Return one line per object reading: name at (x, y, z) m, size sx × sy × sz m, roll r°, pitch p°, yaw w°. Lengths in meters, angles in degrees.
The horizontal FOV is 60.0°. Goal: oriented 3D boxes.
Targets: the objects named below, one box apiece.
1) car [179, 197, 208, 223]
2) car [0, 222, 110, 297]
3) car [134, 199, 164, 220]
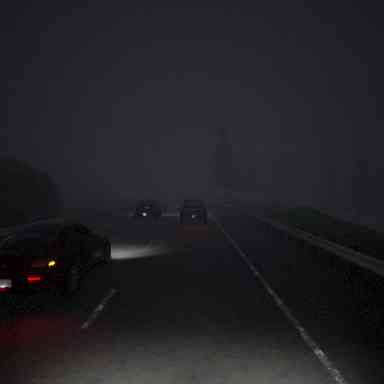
car at (0.098, 1.340, 23.773) m, size 2.128 × 1.511 × 4.902 m, roll 0°, pitch 0°, yaw 0°
car at (-3.400, 1.472, 8.316) m, size 1.812 × 1.442 × 4.674 m, roll 0°, pitch 0°, yaw 0°
car at (-3.404, 1.336, 26.339) m, size 1.837 × 1.490 × 4.892 m, roll 0°, pitch 0°, yaw 0°
